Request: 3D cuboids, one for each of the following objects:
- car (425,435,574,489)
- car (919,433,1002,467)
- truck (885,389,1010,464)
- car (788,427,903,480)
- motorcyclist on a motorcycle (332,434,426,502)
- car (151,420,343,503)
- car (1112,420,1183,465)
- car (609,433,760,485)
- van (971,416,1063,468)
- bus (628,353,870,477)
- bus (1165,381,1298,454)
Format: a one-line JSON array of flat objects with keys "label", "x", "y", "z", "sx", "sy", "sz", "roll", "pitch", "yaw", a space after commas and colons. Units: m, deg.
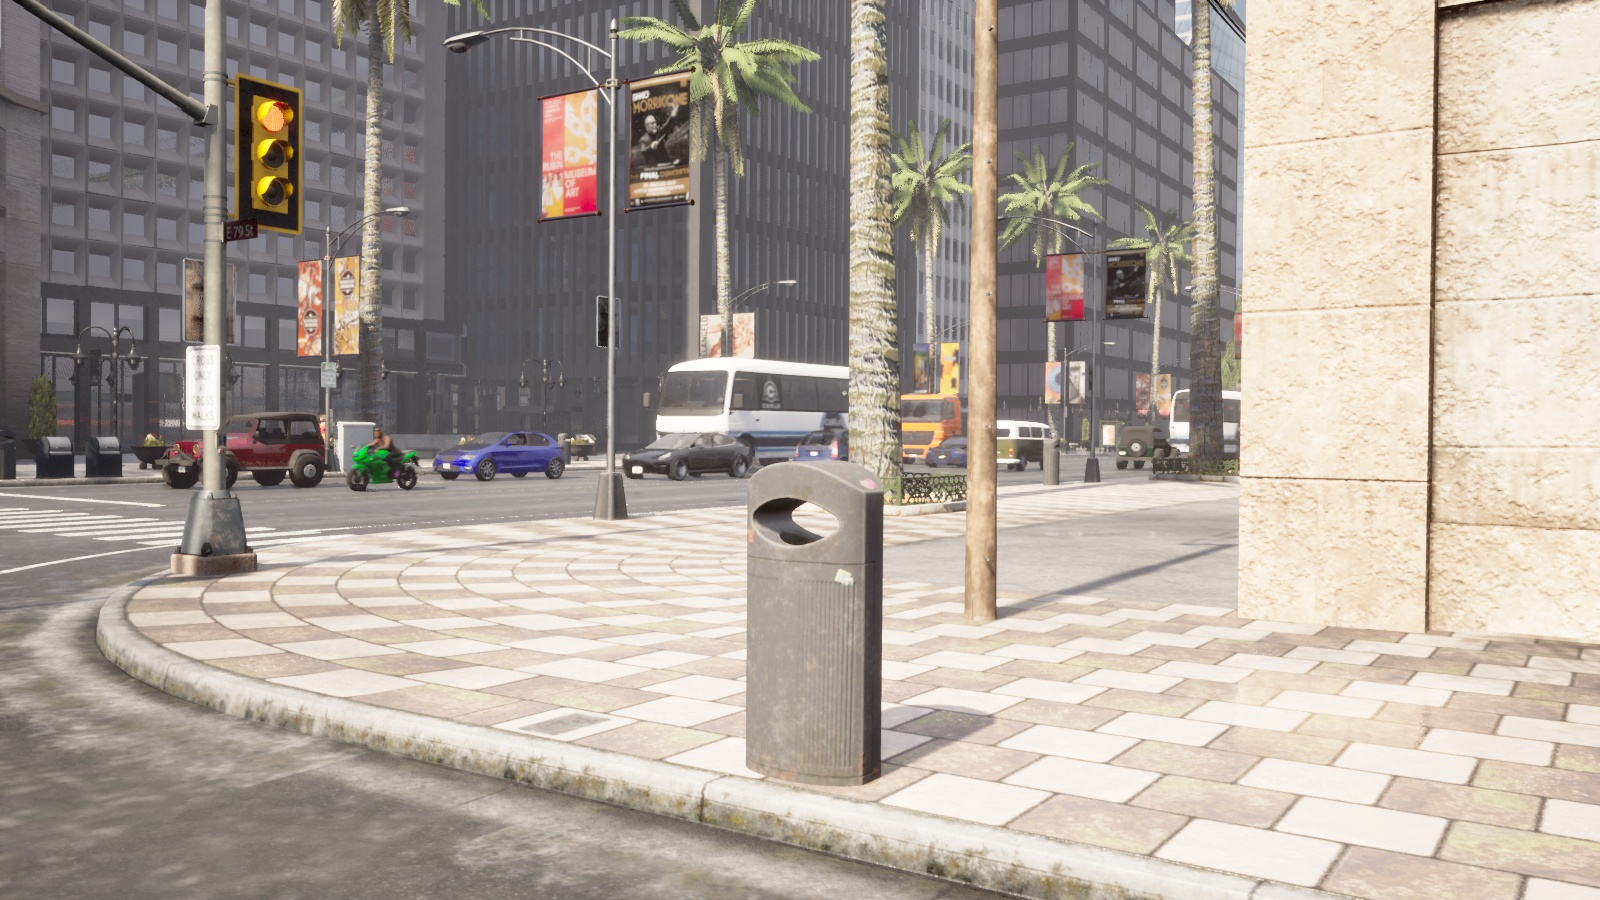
[{"label": "car", "x": -8.902, "y": 0.314, "z": 37.493, "sx": 1.816, "sy": 1.474, "sz": 4.193, "roll": 0, "pitch": 1, "yaw": 34}, {"label": "car", "x": 7.100, "y": -0.023, "z": 55.197, "sx": 1.994, "sy": 1.385, "sz": 4.181, "roll": 0, "pitch": 1, "yaw": 33}, {"label": "truck", "x": 7.439, "y": -1.167, "z": 62.136, "sx": 2.891, "sy": 3.462, "sz": 7.936, "roll": 0, "pitch": 1, "yaw": 33}, {"label": "car", "x": 1.520, "y": 0.063, "z": 40.508, "sx": 1.851, "sy": 1.617, "sz": 3.988, "roll": 0, "pitch": 1, "yaw": 34}, {"label": "motorcyclist on a motorcycle", "x": -9.917, "y": 0.398, "z": 29.657, "sx": 0.797, "sy": 1.523, "sz": 2.044, "roll": 0, "pitch": 1, "yaw": 34}, {"label": "car", "x": -13.428, "y": 0.230, "z": 30.680, "sx": 1.905, "sy": 1.878, "sz": 3.866, "roll": 0, "pitch": 1, "yaw": 34}, {"label": "car", "x": 15.205, "y": -0.359, "z": 54.818, "sx": 1.905, "sy": 1.878, "sz": 3.866, "roll": 0, "pitch": 1, "yaw": 33}, {"label": "car", "x": -3.523, "y": 0.227, "z": 39.254, "sx": 2.163, "sy": 1.488, "sz": 4.792, "roll": 0, "pitch": 1, "yaw": 34}, {"label": "van", "x": 8.971, "y": -0.332, "z": 51.673, "sx": 2.069, "sy": 2.038, "sz": 4.480, "roll": 0, "pitch": 1, "yaw": 33}, {"label": "bus", "x": -1.648, "y": -1.291, "z": 48.359, "sx": 3.944, "sy": 4.253, "sz": 10.273, "roll": 0, "pitch": 1, "yaw": 34}, {"label": "bus", "x": 26.876, "y": -1.951, "z": 77.817, "sx": 3.944, "sy": 4.253, "sz": 10.273, "roll": 0, "pitch": 1, "yaw": 43}]
